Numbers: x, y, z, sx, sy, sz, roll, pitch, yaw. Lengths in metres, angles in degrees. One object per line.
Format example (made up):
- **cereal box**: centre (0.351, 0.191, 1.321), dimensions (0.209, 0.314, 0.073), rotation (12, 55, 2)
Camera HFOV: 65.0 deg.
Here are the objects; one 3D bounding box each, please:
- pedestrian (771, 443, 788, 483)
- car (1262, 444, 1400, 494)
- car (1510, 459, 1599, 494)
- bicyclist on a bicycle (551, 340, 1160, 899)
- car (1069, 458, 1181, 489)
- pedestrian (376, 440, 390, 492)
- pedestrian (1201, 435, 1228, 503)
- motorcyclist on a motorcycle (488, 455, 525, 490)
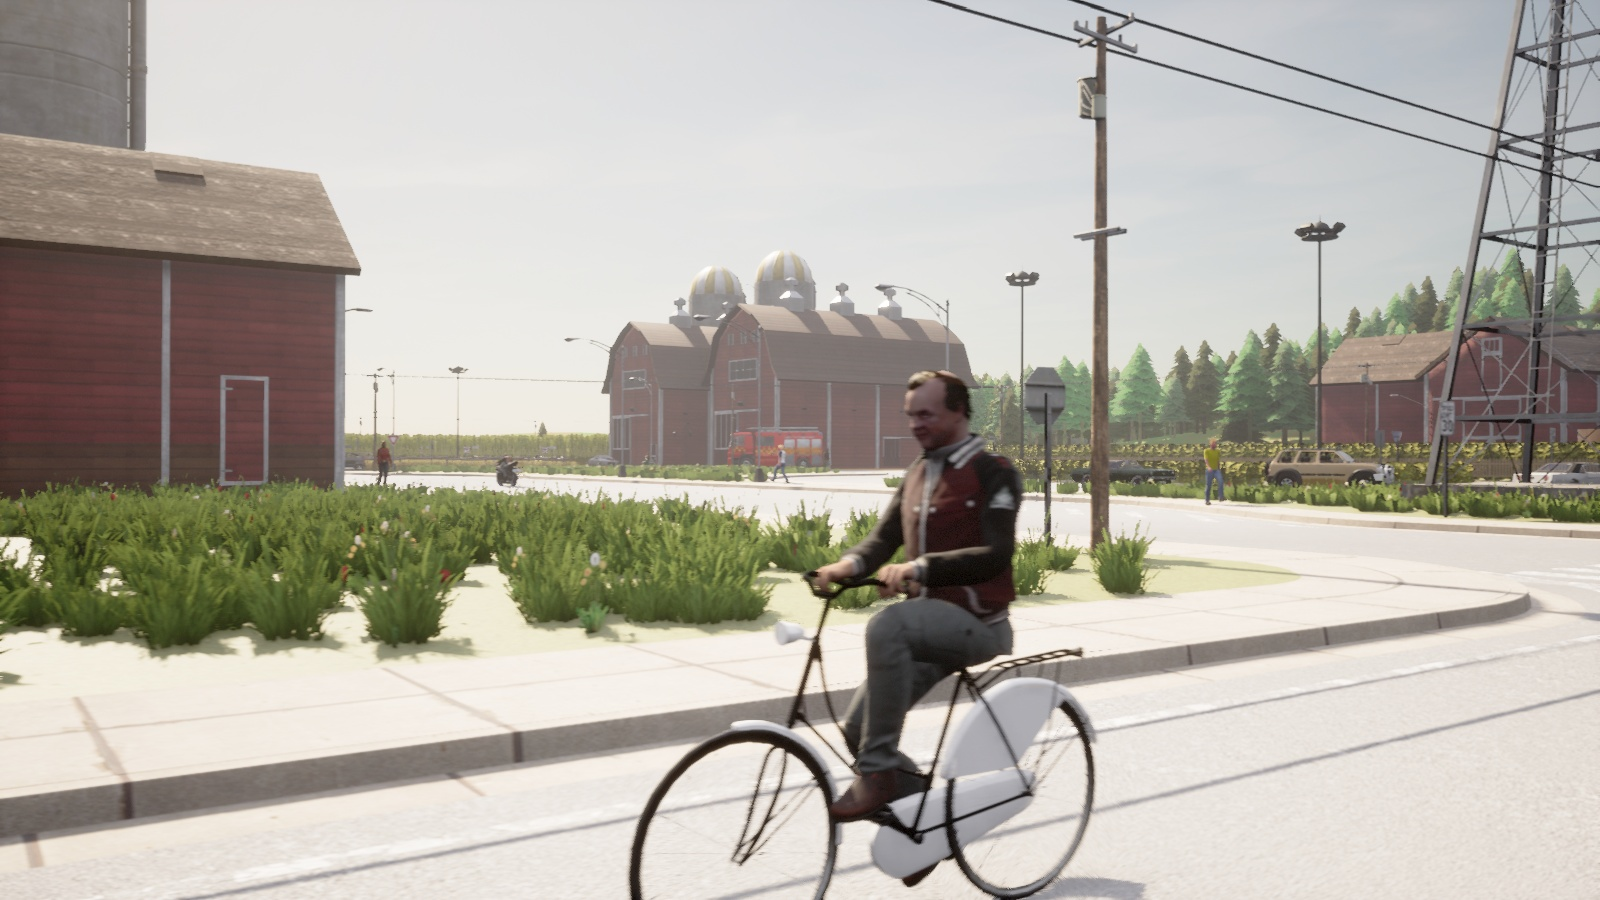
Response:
- **pedestrian**: centre (-0.940, 0.594, 57.245), dimensions (0.706, 1.836, 0.354), rotation (0, 0, 33)
- **car**: centre (20.743, 0.716, 49.126), dimensions (4.605, 1.855, 1.932), rotation (0, 0, 38)
- **car**: centre (29.916, 0.991, 48.201), dimensions (4.718, 1.301, 1.895), rotation (0, 0, -17)
- **bicyclist on a bicycle**: centre (0.235, 0.628, 3.845), dimensions (1.843, 1.776, 0.659), rotation (0, 0, -35)
- **car**: centre (14.474, 1.029, 56.171), dimensions (1.895, 1.301, 4.718), rotation (0, 0, -35)
- **pedestrian**: centre (-14.987, 0.566, 45.161), dimensions (0.331, 1.846, 0.636), rotation (0, 0, -34)
- **pedestrian**: centre (11.183, 0.509, 33.888), dimensions (0.354, 1.836, 0.706), rotation (0, 0, -15)
- **motorcyclist on a motorcycle**: centre (-13.143, 0.982, 56.179), dimensions (0.866, 1.530, 2.191), rotation (0, 0, -36)
